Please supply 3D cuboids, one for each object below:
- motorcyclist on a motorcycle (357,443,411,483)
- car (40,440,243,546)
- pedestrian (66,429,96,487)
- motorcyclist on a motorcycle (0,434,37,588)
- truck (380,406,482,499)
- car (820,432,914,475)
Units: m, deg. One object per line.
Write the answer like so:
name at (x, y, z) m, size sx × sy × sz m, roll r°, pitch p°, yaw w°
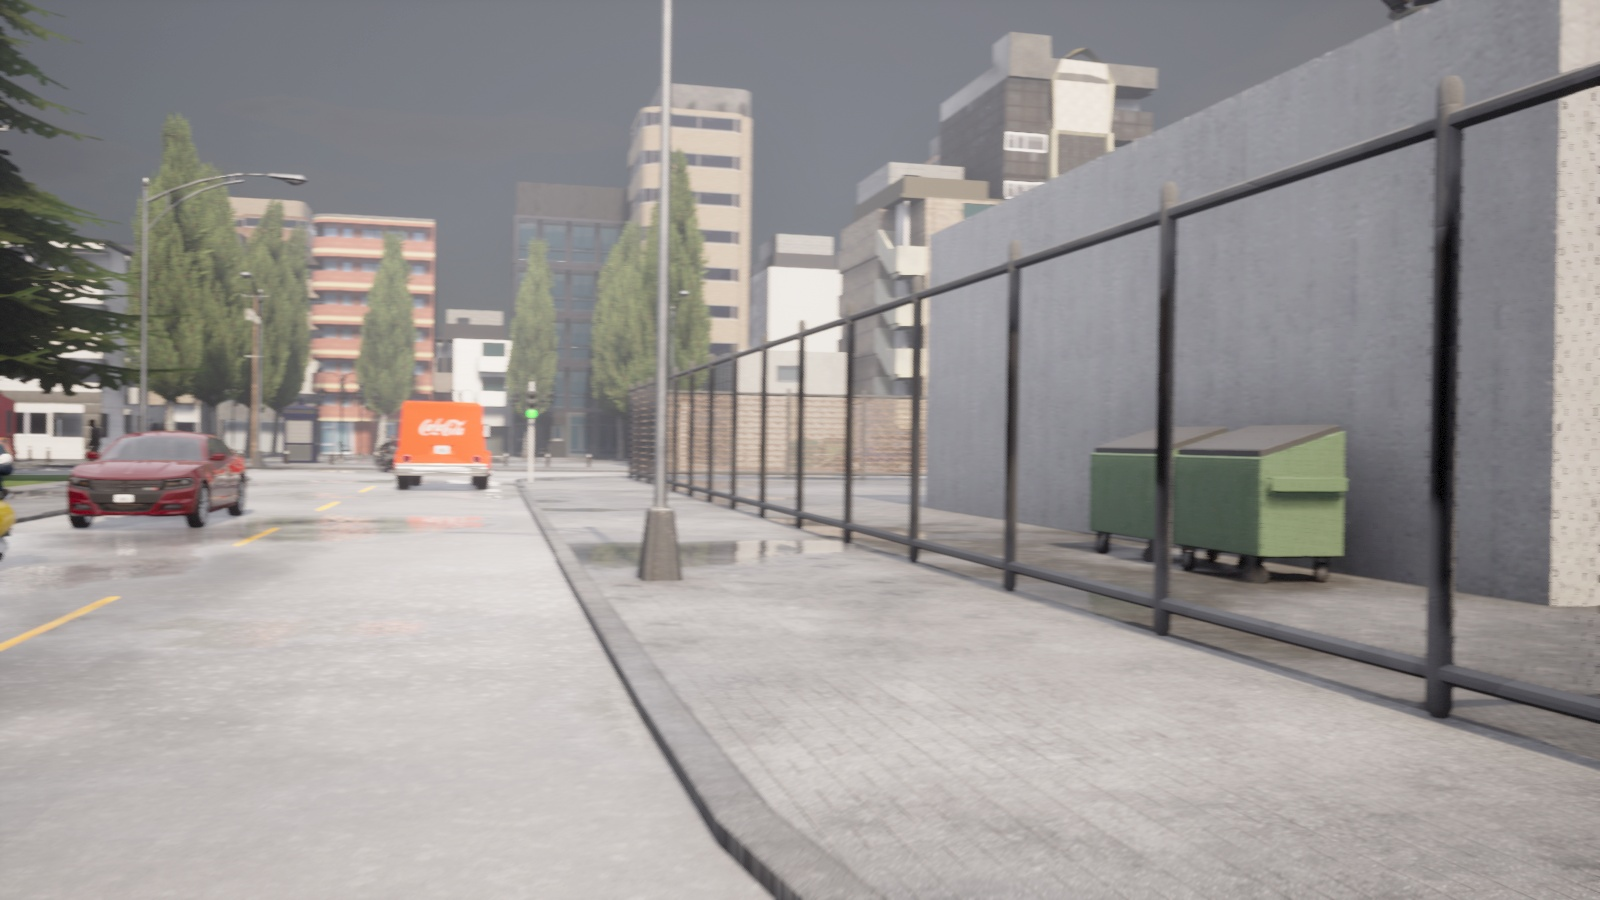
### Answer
motorcyclist on a motorcycle at (-16.466, 0.497, 49.669) m, size 2.191 × 1.530 × 0.866 m, roll 0°, pitch 2°, yaw 37°
car at (-10.724, 0.611, 20.868) m, size 1.882 × 1.535 × 5.008 m, roll 0°, pitch 0°, yaw -14°
pedestrian at (-23.027, 0.256, 40.209) m, size 0.703 × 1.840 × 0.431 m, roll 0°, pitch 0°, yaw -8°
motorcyclist on a motorcycle at (-8.738, 0.632, 13.069) m, size 0.866 × 1.590 × 1.817 m, roll 0°, pitch 0°, yaw -15°
truck at (-10.583, 0.044, 36.420) m, size 2.627 × 2.467 × 5.204 m, roll 0°, pitch 0°, yaw -14°
car at (3.011, 0.147, 56.744) m, size 3.866 × 1.878 × 1.905 m, roll 0°, pitch 0°, yaw -14°
